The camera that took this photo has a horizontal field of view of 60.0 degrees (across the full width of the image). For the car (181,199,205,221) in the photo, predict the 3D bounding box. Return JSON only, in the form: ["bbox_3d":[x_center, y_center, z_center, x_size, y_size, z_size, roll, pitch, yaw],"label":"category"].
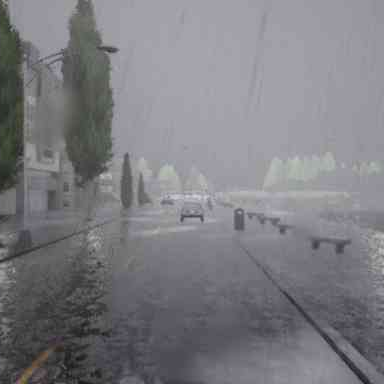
[{"bbox_3d":[0.038,1.534,27.178,2.033,1.411,5.357,0,0,1],"label":"car"}]

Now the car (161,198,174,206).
[{"bbox_3d":[-4.014,1.573,54.616,1.895,1.301,4.718,0,0,0],"label":"car"}]
